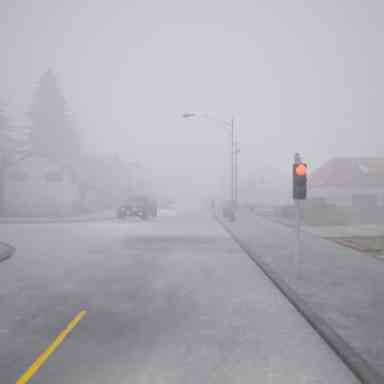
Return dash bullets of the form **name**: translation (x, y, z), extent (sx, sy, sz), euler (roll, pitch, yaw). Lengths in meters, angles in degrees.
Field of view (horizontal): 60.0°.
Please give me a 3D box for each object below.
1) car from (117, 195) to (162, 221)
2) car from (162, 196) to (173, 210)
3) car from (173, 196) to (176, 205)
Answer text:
- **car**: translation (-4.465, 1.241, 28.213), extent (2.150, 2.045, 5.566), euler (0, 0, 9)
- **car**: translation (-4.059, 1.521, 44.563), extent (2.128, 1.511, 4.902), euler (0, 0, 0)
- **car**: translation (-4.017, 1.546, 61.087), extent (1.837, 1.490, 4.892), euler (0, 0, 0)
